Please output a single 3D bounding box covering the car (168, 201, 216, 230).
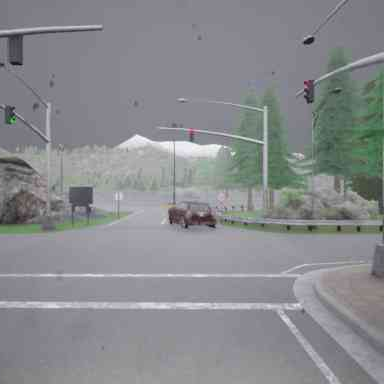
[{"bbox_3d":[-0.106,1.375,22.266,2.097,1.767,4.553,1,1,-20],"label":"car"}]
